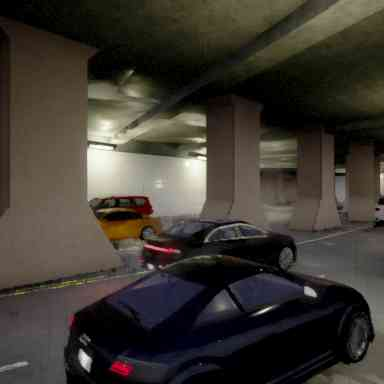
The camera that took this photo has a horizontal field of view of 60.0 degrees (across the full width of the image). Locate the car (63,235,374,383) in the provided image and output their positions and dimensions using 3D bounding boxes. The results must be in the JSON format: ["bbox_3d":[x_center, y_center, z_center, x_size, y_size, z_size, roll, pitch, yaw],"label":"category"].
[{"bbox_3d":[0.577,1.564,4.373,4.181,1.385,1.994,0,0,-37],"label":"car"}]

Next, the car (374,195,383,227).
[{"bbox_3d":[13.687,1.224,21.996,2.150,2.045,5.566,0,0,40],"label":"car"}]

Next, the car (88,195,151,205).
[{"bbox_3d":[-4.641,1.221,18.294,5.566,2.045,2.150,0,0,-41],"label":"car"}]

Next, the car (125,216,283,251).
[{"bbox_3d":[0.934,1.492,9.109,4.902,1.511,2.128,0,0,-40],"label":"car"}]

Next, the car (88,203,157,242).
[{"bbox_3d":[-3.645,1.477,14.626,5.008,1.535,1.882,0,0,-40],"label":"car"}]
